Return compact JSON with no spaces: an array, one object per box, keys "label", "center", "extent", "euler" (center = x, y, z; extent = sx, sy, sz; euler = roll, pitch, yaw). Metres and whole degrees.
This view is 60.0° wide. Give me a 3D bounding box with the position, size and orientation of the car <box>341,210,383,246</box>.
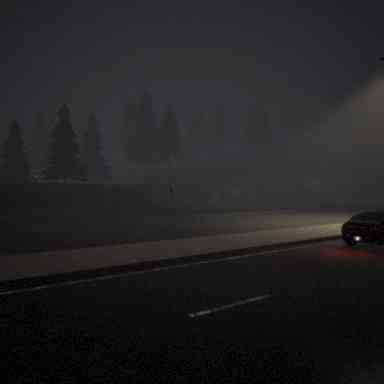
[{"label":"car","center":[8.269,1.513,14.066],"extent":[4.892,1.490,1.837],"euler":[0,0,-36]}]
